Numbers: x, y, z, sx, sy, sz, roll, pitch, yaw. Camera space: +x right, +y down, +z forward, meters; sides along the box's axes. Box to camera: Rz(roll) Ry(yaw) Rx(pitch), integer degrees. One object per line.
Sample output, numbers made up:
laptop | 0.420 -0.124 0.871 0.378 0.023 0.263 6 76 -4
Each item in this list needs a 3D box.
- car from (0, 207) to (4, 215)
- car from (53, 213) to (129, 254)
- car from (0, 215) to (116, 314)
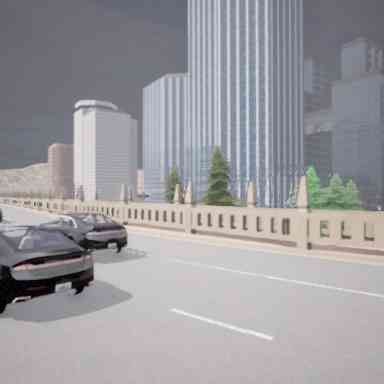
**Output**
car | -16.224 1.579 26.382 2.128 1.511 4.902 0 0 -36
car | -4.375 1.531 12.548 4.902 1.511 2.128 0 0 43
car | -4.167 1.513 7.633 4.902 1.511 2.128 0 0 41
